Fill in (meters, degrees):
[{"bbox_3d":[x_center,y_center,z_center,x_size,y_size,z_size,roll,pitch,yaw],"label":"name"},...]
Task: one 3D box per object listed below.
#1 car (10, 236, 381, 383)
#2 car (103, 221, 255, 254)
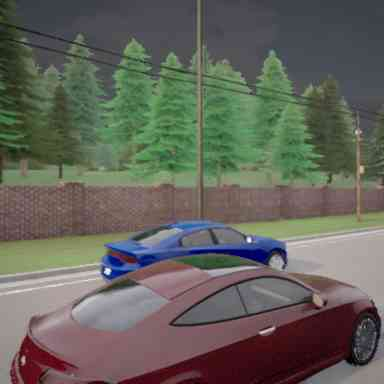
[{"bbox_3d":[0.442,1.517,4.077,4.674,1.442,1.812,0,0,-36],"label":"car"},{"bbox_3d":[0.282,1.462,8.245,5.008,1.535,1.882,0,0,-35],"label":"car"}]
